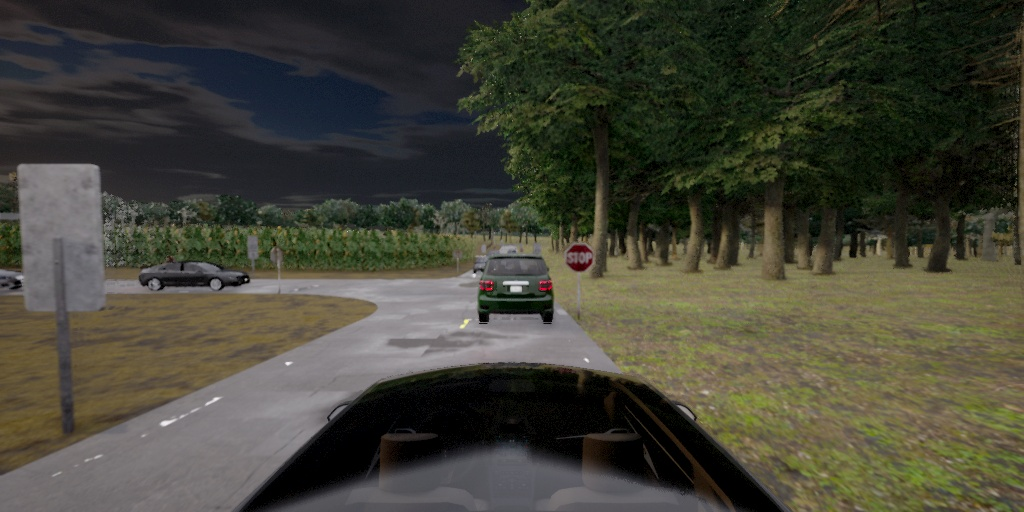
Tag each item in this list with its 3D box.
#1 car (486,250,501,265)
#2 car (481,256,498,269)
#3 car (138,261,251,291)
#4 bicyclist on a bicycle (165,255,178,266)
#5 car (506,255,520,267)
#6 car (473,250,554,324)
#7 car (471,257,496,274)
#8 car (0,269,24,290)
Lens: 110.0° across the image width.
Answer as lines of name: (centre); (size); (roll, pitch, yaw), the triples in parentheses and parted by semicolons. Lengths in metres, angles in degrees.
car: (-2.804, 0.201, 55.397); (2.150, 2.045, 5.566); (0, 2, 0)
car: (-2.818, 0.761, 45.705); (1.812, 1.442, 4.674); (0, 1, 0)
car: (-16.972, 1.046, 19.356); (4.892, 1.490, 1.837); (0, 2, -7)
bicyclist on a bicycle: (-23.436, 0.765, 24.700); (0.582, 1.620, 1.656); (0, 1, -11)
car: (0.125, 0.626, 50.246); (1.837, 1.490, 4.892); (0, 1, 0)
car: (0.105, 0.928, 11.949); (2.150, 2.045, 5.566); (0, 0, 0)
car: (-2.827, 0.926, 36.275); (2.128, 1.511, 4.902); (0, 1, 0)
car: (-27.018, 1.021, 17.419); (4.902, 1.511, 2.128); (0, 2, -18)
